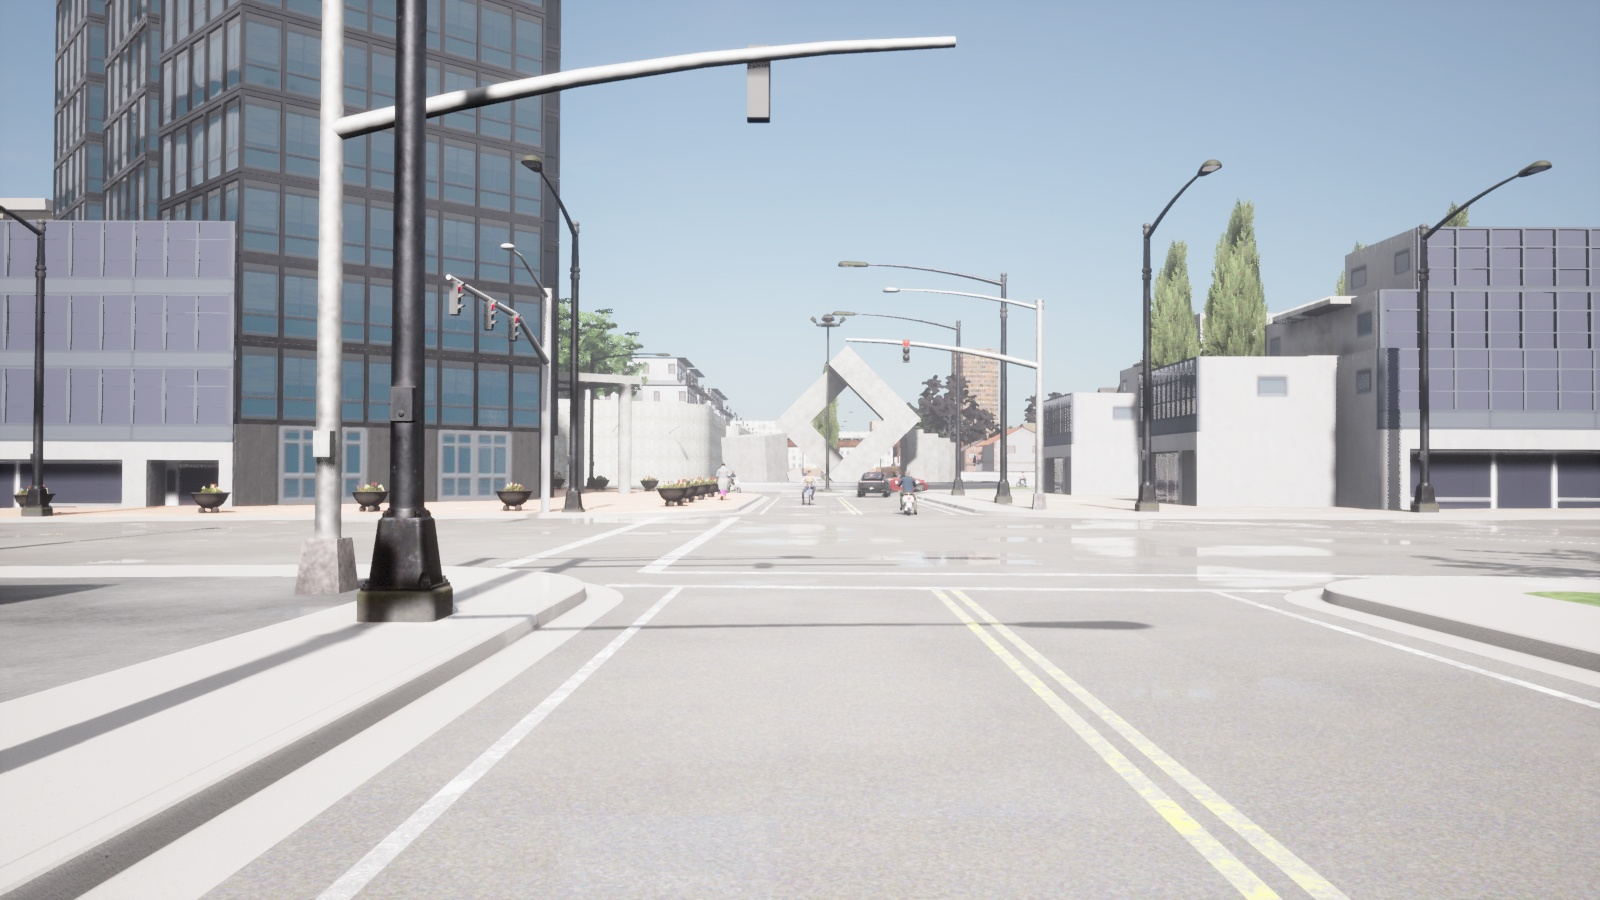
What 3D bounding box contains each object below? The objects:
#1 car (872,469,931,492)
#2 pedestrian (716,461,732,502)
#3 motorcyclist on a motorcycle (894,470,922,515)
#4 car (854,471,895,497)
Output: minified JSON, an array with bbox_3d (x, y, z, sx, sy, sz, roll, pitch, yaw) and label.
[{"bbox_3d":[7.490,2.230,92.392,3.988,1.617,1.851,0,-1,-9],"label":"car"},{"bbox_3d":[-3.617,1.497,59.867,0.659,1.952,0.873,0,-1,4],"label":"pedestrian"},{"bbox_3d":[3.860,1.508,45.024,0.866,1.590,1.817,0,-1,0],"label":"motorcyclist on a motorcycle"},{"bbox_3d":[4.590,2.037,76.713,2.128,1.511,4.902,0,-1,8],"label":"car"}]
